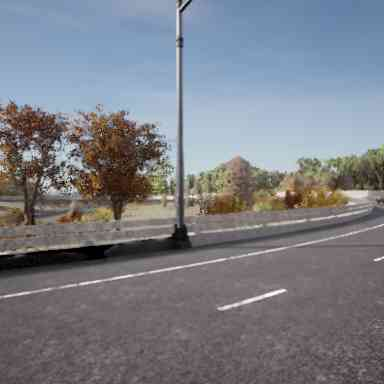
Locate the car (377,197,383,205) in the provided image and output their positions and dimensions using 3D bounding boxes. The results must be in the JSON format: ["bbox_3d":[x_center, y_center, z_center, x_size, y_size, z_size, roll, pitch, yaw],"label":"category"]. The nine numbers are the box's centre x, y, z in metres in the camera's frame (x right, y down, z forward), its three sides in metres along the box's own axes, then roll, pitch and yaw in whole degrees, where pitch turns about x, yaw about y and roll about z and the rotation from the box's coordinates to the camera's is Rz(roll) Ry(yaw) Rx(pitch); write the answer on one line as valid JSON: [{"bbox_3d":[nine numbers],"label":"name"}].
[{"bbox_3d":[36.734,1.633,63.342,1.837,1.490,4.892,0,0,14],"label":"car"}]
